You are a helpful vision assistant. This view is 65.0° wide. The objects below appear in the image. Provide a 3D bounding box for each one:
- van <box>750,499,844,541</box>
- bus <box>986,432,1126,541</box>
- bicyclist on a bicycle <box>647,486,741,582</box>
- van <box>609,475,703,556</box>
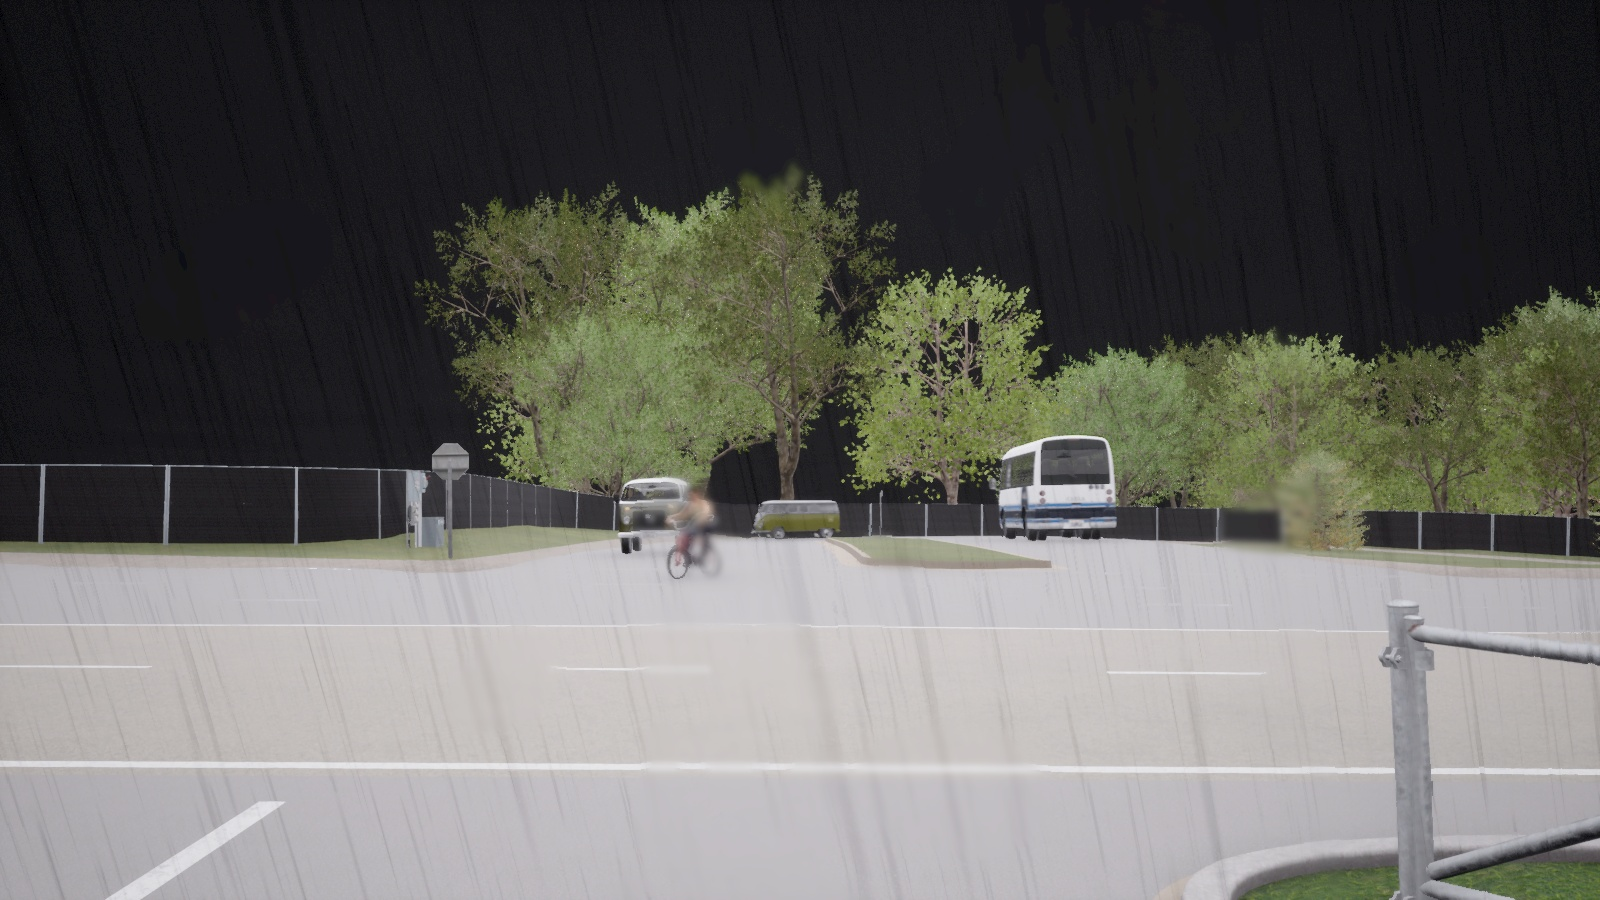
[{"bbox_3d":[-0.156,3.576,64.213,4.442,1.987,1.775,0,-3,-19],"label":"van"},{"bbox_3d":[11.014,1.735,55.433,3.944,4.253,10.273,-2,-3,0],"label":"bus"},{"bbox_3d":[-1.862,1.476,22.189,0.866,1.612,1.509,-5,-4,32],"label":"bicyclist on a bicycle"},{"bbox_3d":[-3.851,1.810,34.305,2.069,2.038,4.480,-1,-3,-1],"label":"van"}]
